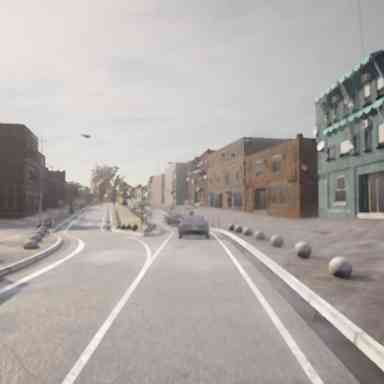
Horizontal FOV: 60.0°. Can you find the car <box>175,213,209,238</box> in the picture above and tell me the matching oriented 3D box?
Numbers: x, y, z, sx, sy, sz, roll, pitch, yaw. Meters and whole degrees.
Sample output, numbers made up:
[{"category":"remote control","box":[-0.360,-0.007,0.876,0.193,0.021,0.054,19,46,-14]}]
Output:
[{"category":"car","box":[0.099,2.262,22.188,1.994,1.385,4.181,0,-3,-1]}]

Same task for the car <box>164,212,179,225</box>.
[{"category":"car","box":[-2.349,3.187,40.929,2.128,1.511,4.902,1,0,-12]}]
